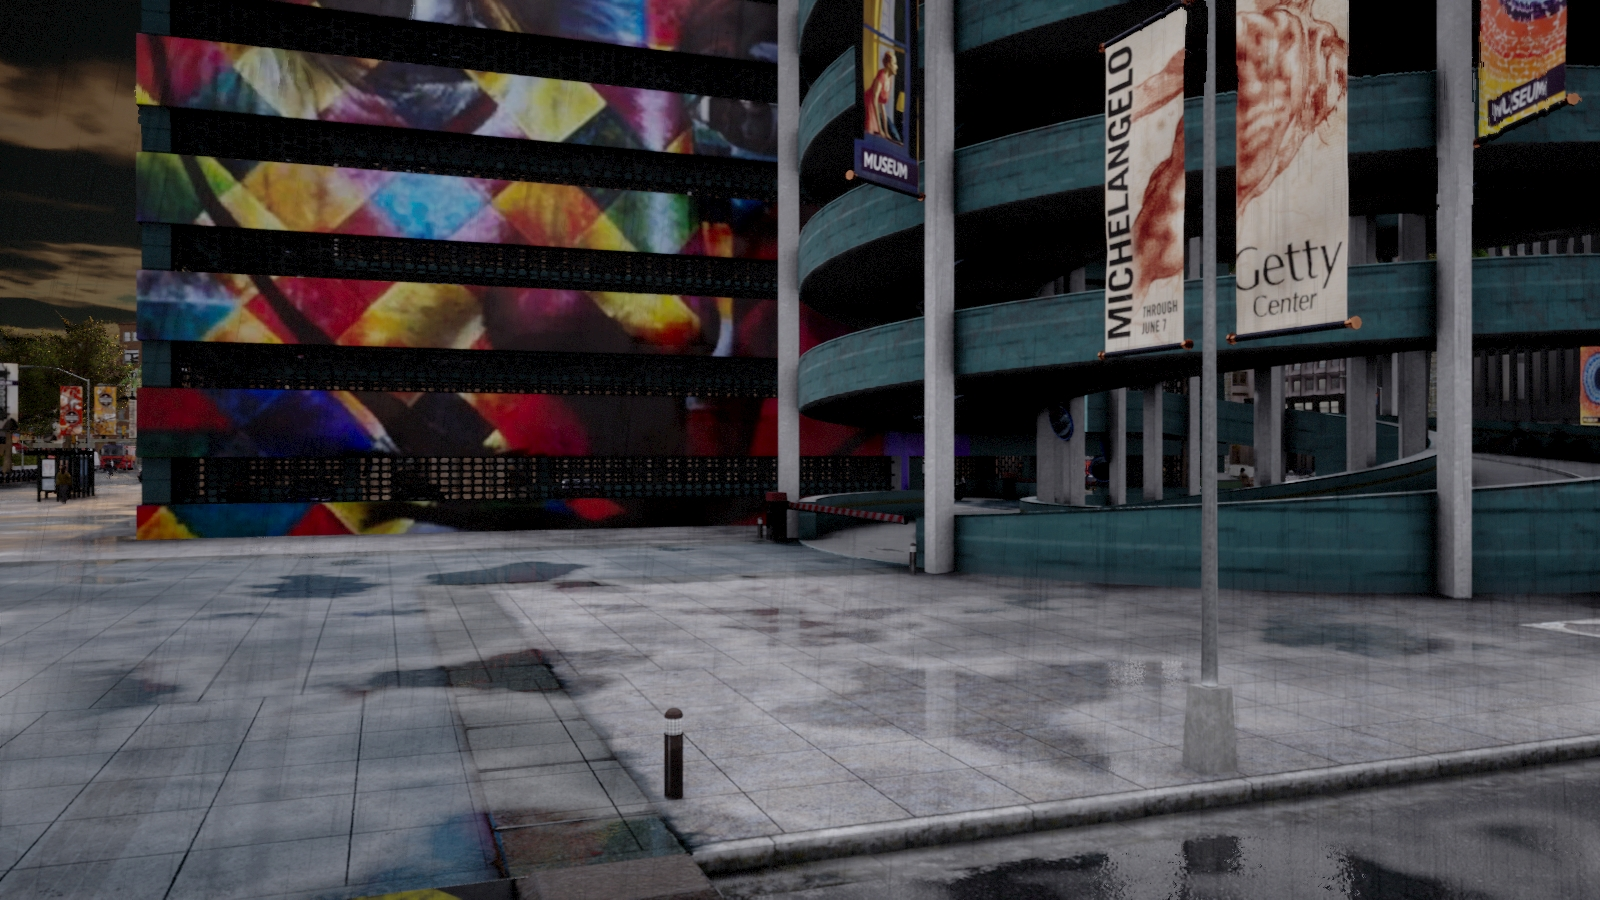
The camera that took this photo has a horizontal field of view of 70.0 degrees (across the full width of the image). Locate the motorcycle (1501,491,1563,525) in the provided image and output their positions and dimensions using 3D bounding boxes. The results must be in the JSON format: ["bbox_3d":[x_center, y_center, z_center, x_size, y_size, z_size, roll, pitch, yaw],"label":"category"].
[{"bbox_3d":[28.017,2.207,43.752,0.803,1.145,2.033,-1,0,-12],"label":"motorcycle"}]

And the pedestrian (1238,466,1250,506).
[{"bbox_3d":[21.074,1.693,54.216,0.375,1.860,0.375,0,0,-18],"label":"pedestrian"}]

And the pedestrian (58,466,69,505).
[{"bbox_3d":[-35.529,1.698,55.102,0.375,1.860,0.375,0,0,-19],"label":"pedestrian"}]
